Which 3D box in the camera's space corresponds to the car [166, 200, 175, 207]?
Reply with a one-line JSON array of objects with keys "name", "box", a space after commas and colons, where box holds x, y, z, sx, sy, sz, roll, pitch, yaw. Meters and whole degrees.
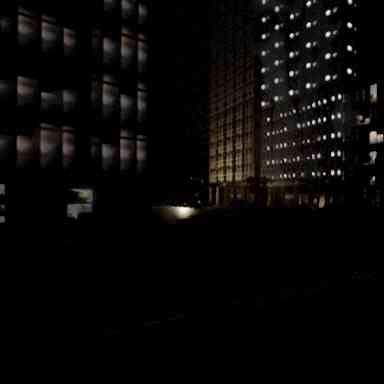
[{"name": "car", "box": [-3.858, 2.966, 78.971, 1.887, 1.381, 4.507, 0, -1, -24]}]

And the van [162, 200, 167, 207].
[{"name": "van", "box": [-6.179, 2.875, 84.097, 1.690, 1.788, 3.998, 0, -1, -24]}]

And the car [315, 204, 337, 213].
[{"name": "car", "box": [20.008, 2.314, 46.557, 1.947, 1.339, 4.313, 0, -1, -24]}]

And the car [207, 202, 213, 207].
[{"name": "car", "box": [3.777, 3.091, 82.424, 1.802, 1.307, 4.206, -1, -1, -24]}]

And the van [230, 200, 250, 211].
[{"name": "van", "box": [7.733, 2.214, 53.355, 1.690, 1.788, 3.998, 0, -1, -24]}]

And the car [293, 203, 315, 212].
[{"name": "car", "box": [17.689, 2.420, 51.681, 1.947, 1.339, 4.313, 0, -1, -24]}]

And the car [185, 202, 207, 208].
[{"name": "car", "box": [0.779, 2.750, 68.723, 2.008, 1.369, 4.403, 0, -1, -24]}]

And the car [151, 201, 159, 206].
[{"name": "car", "box": [-10.814, 3.303, 94.341, 1.887, 1.381, 4.507, 0, -1, -24]}]

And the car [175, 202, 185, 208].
[{"name": "car", "box": [-1.470, 2.832, 73.693, 1.752, 1.417, 4.829, 0, -1, -24]}]

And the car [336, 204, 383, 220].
[{"name": "car", "box": [17.011, 2.002, 32.855, 2.008, 1.369, 4.403, 0, -1, -24]}]
